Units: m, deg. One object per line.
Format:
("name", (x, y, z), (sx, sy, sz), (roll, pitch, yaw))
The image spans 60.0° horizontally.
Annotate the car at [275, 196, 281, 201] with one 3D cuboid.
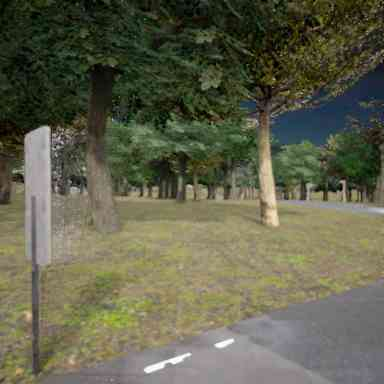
("car", (21.964, 1.711, 87.099), (1.994, 1.385, 4.181), (0, 0, -1))
